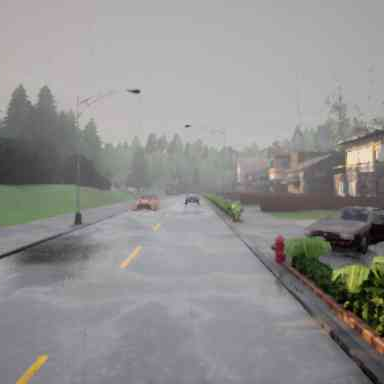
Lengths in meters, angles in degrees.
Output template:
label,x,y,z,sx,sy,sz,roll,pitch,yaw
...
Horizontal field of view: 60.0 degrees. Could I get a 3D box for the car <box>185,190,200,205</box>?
label,x,y,z,sx,sy,sz,roll,pitch,yaw
car,0.057,0.884,44.321,1.812,1.442,4.674,0,1,1

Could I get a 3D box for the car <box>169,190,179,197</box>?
label,x,y,z,sx,sy,sz,roll,pitch,yaw
car,-3.969,0.352,73.205,1.837,1.490,4.892,0,1,0

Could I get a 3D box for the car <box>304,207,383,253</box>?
label,x,y,z,sx,sy,sz,roll,pitch,yaw
car,6.311,1.273,12.512,5.357,1.415,2.033,-1,1,-40

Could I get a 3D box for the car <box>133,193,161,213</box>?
label,x,y,z,sx,sy,sz,roll,pitch,yaw
car,-4.089,0.910,30.610,2.097,1.767,4.553,0,1,0
